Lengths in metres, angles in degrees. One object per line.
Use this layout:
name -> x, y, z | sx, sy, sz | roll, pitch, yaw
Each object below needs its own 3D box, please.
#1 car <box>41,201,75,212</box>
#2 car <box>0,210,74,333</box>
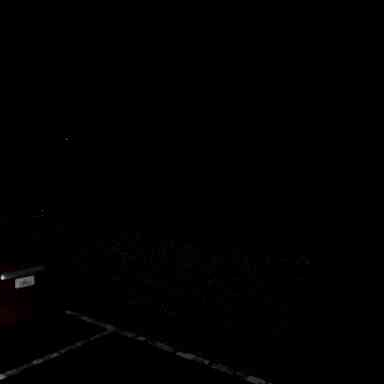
car -> -13.794, 1.695, 35.879 | 2.128, 1.511, 4.902 | -1, -1, 37
car -> -4.212, 1.314, 5.967 | 5.009, 1.841, 2.192 | 0, -1, 36
